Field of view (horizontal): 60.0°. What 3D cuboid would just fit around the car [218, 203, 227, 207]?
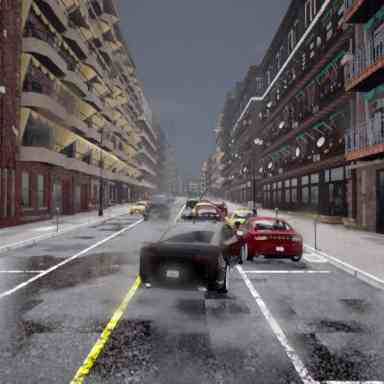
[{"bbox_3d":[2.630,1.540,17.766,1.752,1.417,4.829,1,0,0],"label":"car"}]

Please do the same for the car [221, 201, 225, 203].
[{"bbox_3d":[2.670,1.588,34.186,1.887,1.381,4.507,1,0,0],"label":"car"}]

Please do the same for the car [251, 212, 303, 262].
[{"bbox_3d":[2.615,1.553,12.064,1.887,1.381,4.507,1,0,0],"label":"car"}]

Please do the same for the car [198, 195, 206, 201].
[{"bbox_3d":[2.777,1.675,89.497,1.967,1.590,4.097,1,0,0],"label":"car"}]

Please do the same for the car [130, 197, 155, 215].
[{"bbox_3d":[-5.209,1.569,34.099,1.752,1.417,4.829,2,0,0],"label":"car"}]

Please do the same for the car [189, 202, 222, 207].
[{"bbox_3d":[0.872,1.542,18.737,1.812,1.442,4.674,0,0,0],"label":"car"}]

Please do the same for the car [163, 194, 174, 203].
[{"bbox_3d":[-5.107,1.477,72.982,2.192,1.841,5.009,1,0,0],"label":"car"}]

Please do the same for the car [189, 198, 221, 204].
[{"bbox_3d":[0.888,1.481,24.931,1.801,1.575,5.366,0,0,0],"label":"car"}]

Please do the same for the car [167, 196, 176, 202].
[{"bbox_3d":[-5.086,1.775,84.044,1.947,1.339,4.313,1,0,0],"label":"car"}]

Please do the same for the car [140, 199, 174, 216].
[{"bbox_3d":[-2.683,1.554,26.482,1.812,1.442,4.674,0,0,0],"label":"car"}]

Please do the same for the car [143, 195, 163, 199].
[{"bbox_3d":[-5.189,1.370,39.801,2.192,1.841,5.009,2,0,0],"label":"car"}]

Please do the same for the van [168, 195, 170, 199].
[{"bbox_3d":[-5.149,1.442,56.392,1.690,1.788,3.998,1,0,0],"label":"van"}]

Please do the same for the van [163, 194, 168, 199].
[{"bbox_3d":[-5.162,1.424,50.860,1.690,1.788,3.998,2,0,0],"label":"van"}]

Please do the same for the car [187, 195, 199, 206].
[{"bbox_3d":[0.150,1.463,59.429,2.097,1.767,4.553,0,0,0],"label":"car"}]

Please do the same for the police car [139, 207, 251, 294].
[{"bbox_3d":[0.299,1.431,9.119,1.930,1.638,5.238,0,0,15],"label":"police car"}]

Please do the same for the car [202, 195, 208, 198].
[{"bbox_3d":[2.726,1.645,56.310,1.887,1.381,4.507,1,0,0],"label":"car"}]

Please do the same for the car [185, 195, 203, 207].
[{"bbox_3d":[0.126,1.547,45.590,1.882,1.535,5.008,0,0,0],"label":"car"}]

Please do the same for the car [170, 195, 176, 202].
[{"bbox_3d":[-5.121,1.455,67.453,2.192,1.841,5.009,1,0,0],"label":"car"}]

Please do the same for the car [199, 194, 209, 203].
[{"bbox_3d":[2.752,1.499,78.434,2.192,1.841,5.009,1,0,0],"label":"car"}]

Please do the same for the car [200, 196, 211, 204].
[{"bbox_3d":[2.764,1.580,67.372,1.967,1.590,4.097,1,0,0],"label":"car"}]
